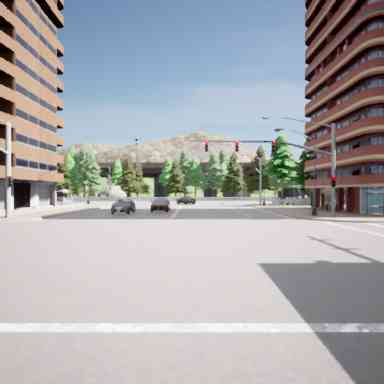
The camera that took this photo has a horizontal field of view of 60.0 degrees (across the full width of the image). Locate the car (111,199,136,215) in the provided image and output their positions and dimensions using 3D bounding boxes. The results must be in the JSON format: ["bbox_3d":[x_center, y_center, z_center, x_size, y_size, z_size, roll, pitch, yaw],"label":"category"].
[{"bbox_3d":[-7.055,1.485,34.446,2.128,1.511,4.902,0,0,0],"label":"car"}]

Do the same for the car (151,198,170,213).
[{"bbox_3d":[-3.533,1.470,37.767,1.882,1.535,5.008,0,0,0],"label":"car"}]

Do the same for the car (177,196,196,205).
[{"bbox_3d":[-1.066,1.467,59.012,2.128,1.511,4.902,0,0,-27],"label":"car"}]
